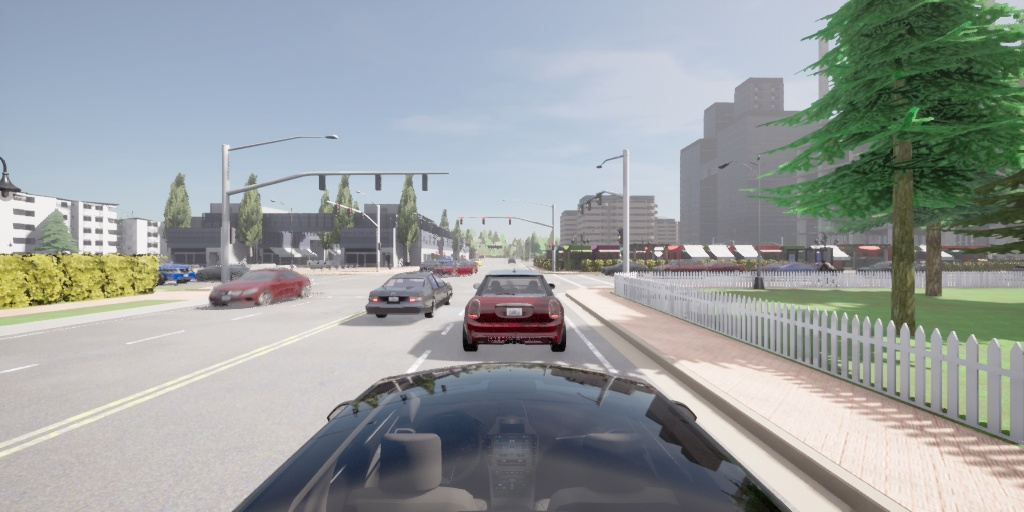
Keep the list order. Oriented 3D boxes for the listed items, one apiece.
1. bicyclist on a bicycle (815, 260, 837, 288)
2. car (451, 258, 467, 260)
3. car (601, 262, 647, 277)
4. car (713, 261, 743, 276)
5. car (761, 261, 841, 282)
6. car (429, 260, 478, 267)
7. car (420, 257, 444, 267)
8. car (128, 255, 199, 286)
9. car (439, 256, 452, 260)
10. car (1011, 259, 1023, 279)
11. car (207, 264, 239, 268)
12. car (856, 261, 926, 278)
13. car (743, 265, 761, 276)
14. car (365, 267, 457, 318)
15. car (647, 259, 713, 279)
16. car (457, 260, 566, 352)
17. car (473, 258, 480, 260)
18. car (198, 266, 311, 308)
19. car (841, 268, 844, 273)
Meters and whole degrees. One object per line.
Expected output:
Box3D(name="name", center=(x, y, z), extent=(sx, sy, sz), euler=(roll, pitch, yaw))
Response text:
Box3D(name="bicyclist on a bicycle", center=(18.788, 1.052, 21.438), extent=(0.582, 1.620, 1.656), euler=(0, 0, -1))
Box3D(name="car", center=(-7.108, 1.314, 51.085), extent=(1.994, 1.385, 4.181), euler=(0, 0, 0))
Box3D(name="car", center=(11.225, 1.276, 35.716), extent=(4.674, 1.442, 1.812), euler=(0, 0, -1))
Box3D(name="car", center=(20.550, 1.228, 35.971), extent=(5.008, 1.535, 1.882), euler=(0, 0, -1))
Box3D(name="car", center=(23.165, 1.276, 28.835), extent=(4.674, 1.442, 1.812), euler=(0, 0, -1))
Box3D(name="car", center=(-5.396, 1.351, 34.911), extent=(1.895, 1.301, 4.718), euler=(0, 0, 32))
Box3D(name="car", center=(-10.609, 1.255, 46.508), extent=(1.837, 1.490, 4.892), euler=(0, 0, 0))
Box3D(name="car", center=(-24.863, 0.973, 24.237), extent=(5.566, 2.045, 2.150), euler=(0, 0, -2))
Box3D(name="car", center=(-10.602, 0.972, 56.369), extent=(2.150, 2.045, 5.566), euler=(0, 0, 0))
Box3D(name="car", center=(44.181, 1.241, 29.370), extent=(4.902, 1.511, 2.128), euler=(0, 0, -1))
Box3D(name="car", center=(-21.944, 1.314, 27.856), extent=(4.181, 1.385, 1.994), euler=(0, 0, -2))
Box3D(name="car", center=(34.349, 1.255, 32.806), extent=(4.892, 1.490, 1.837), euler=(0, 0, -1))
Box3D(name="car", center=(24.287, 1.228, 32.561), extent=(5.008, 1.535, 1.882), euler=(0, 0, -1))
Box3D(name="car", center=(-3.420, 1.297, 12.913), extent=(2.033, 1.411, 5.357), euler=(0, 0, 0))
Box3D(name="car", center=(15.074, 1.102, 32.329), extent=(4.553, 1.767, 2.097), euler=(0, 0, -1))
Box3D(name="car", center=(0.063, 1.102, 9.079), extent=(2.097, 1.767, 4.553), euler=(0, 0, 0))
Box3D(name="car", center=(-7.093, 1.297, 60.328), extent=(2.033, 1.411, 5.357), euler=(0, 0, 0))
Box3D(name="car", center=(-10.457, 1.276, 15.376), extent=(1.812, 1.442, 4.674), euler=(0, 0, -1))
Box3D(name="car", center=(30.449, 1.351, 36.217), extent=(4.718, 1.301, 1.895), euler=(0, 0, -1))
